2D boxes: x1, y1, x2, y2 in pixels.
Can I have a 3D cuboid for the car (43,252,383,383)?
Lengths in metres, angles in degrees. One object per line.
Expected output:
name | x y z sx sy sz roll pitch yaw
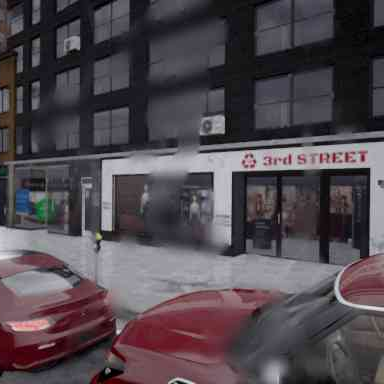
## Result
car | 1.588 1.315 1.941 5.009 1.841 2.192 0 1 35

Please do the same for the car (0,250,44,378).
car | -2.965 1.580 5.176 4.206 1.307 1.802 0 1 35
